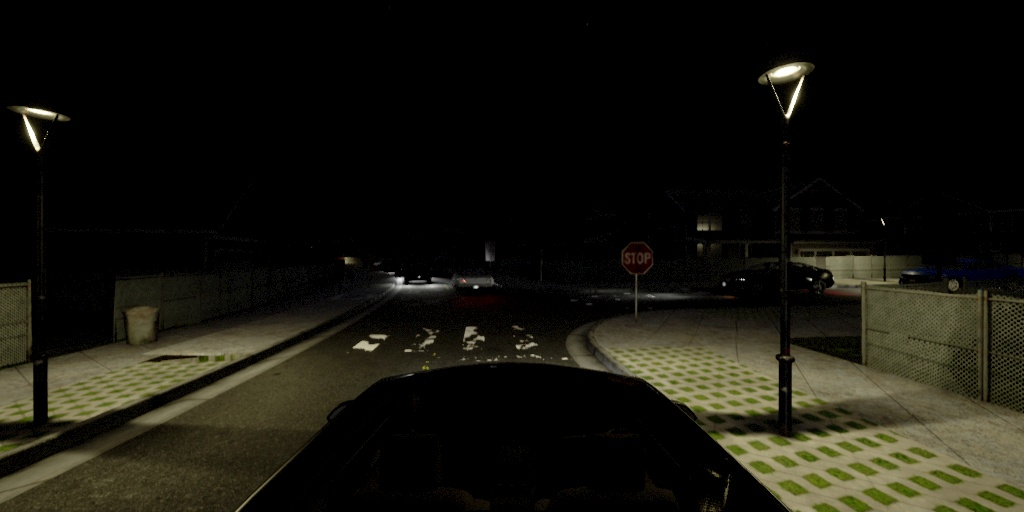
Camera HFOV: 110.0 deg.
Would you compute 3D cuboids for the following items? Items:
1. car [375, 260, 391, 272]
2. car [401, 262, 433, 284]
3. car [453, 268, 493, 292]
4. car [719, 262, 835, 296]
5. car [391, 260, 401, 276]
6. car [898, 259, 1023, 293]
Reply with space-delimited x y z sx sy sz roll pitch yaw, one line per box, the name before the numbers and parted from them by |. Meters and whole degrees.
car | -15.605 1.268 45.797 2.033 1.411 5.357 0 0 -31
car | -7.243 1.227 27.285 1.837 1.490 4.892 0 0 -19
car | -2.411 1.326 20.965 1.895 1.301 4.718 0 0 -13
car | 12.419 1.031 16.991 4.902 1.511 2.128 -1 0 -3
car | -10.838 1.317 36.664 1.895 1.301 4.718 0 0 -25
car | 21.895 0.902 17.552 5.008 1.535 1.882 -1 0 -4
